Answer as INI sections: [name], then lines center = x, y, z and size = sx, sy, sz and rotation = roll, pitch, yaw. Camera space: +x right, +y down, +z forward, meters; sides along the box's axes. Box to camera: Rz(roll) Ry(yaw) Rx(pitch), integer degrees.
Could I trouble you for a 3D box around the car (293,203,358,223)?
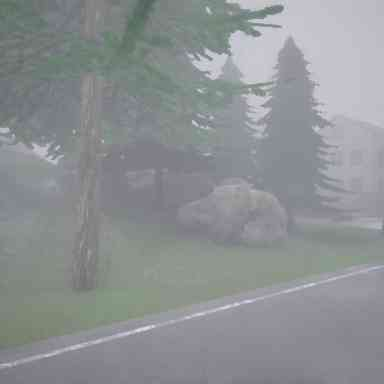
[car]
center = 10.079, 1.475, 25.468
size = 2.128, 1.511, 4.902
rotation = 0, 0, -35
